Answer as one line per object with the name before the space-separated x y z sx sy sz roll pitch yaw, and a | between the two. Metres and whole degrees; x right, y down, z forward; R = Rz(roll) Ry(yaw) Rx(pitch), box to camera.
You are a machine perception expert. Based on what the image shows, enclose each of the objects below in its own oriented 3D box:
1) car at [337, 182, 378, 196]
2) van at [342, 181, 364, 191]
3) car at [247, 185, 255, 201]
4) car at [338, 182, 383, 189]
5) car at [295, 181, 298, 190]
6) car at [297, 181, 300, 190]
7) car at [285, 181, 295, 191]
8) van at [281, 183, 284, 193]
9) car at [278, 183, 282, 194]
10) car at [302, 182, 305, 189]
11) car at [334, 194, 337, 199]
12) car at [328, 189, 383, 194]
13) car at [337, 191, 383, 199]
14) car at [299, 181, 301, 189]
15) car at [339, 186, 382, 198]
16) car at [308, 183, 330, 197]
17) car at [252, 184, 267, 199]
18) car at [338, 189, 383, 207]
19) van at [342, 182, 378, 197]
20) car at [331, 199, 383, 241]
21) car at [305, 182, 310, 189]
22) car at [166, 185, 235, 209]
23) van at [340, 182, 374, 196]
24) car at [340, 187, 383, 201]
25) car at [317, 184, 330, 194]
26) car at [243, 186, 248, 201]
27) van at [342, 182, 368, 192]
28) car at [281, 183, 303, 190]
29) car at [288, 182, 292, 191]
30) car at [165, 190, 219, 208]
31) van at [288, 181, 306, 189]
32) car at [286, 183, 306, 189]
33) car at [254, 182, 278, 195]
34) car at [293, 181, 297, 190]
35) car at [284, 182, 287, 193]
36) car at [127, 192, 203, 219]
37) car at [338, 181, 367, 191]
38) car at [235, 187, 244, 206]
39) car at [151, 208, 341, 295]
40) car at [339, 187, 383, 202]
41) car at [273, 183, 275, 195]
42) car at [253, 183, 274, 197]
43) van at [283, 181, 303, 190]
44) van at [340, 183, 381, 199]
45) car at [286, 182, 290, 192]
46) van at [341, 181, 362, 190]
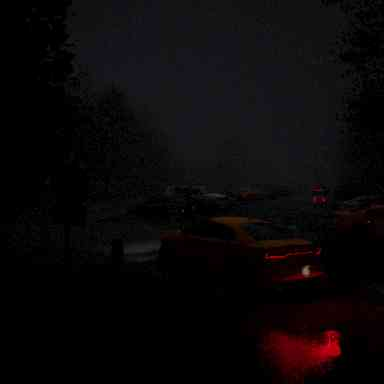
car | 25.776 -0.558 52.093 5.566 2.045 2.435 1 2 24
van | 36.191 -1.365 74.870 4.442 1.987 1.878 1 2 24
car | 3.490 0.395 34.852 5.366 1.575 1.946 1 3 24
car | 15.600 0.358 29.360 5.566 2.045 2.435 1 3 24
car | 18.460 -0.885 67.655 4.892 1.521 2.231 1 2 24
car | 19.436 -0.984 70.258 5.366 1.575 1.946 1 2 24
car | 16.018 -0.707 62.668 5.366 1.575 1.946 1 2 24
van | 11.737 -0.555 52.416 4.442 1.987 1.878 1 2 24
car | 10.517 -0.209 49.931 4.792 1.488 2.163 1 2 24
car | 23.018 -1.256 77.774 5.008 1.535 2.097 1 2 24
car | 11.001 1.103 19.304 4.792 1.488 2.163 1 3 24
car | 13.132 0.835 24.413 5.366 1.575 1.946 1 3 24
car | 9.970 1.060 16.862 4.553 1.767 2.185 1 3 24
car | 20.716 -1.197 72.720 4.553 1.767 2.185 1 2 24
car | 22.396 -0.030 44.516 5.008 1.535 2.097 1 2 24
car | 18.282 -0.128 47.423 2.128 1.511 4.902 1 2 24
car | 5.818 0.159 40.020 5.366 1.575 1.946 1 3 24
car | 16.685 0.521 31.919 4.792 1.488 2.163 1 3 24
van | 23.634 -0.346 46.986 4.442 1.987 1.878 1 2 24
car | 8.800 1.301 14.358 5.008 1.535 2.097 1 3 24
car | 26.467 -1.784 85.341 5.566 2.045 2.435 1 2 24
car | 0.267 0.500 27.166 5.566 2.045 2.435 1 3 24
van | 24.558 -0.442 49.607 4.442 1.987 1.878 1 2 24
car | 20.145 0.193 39.461 4.792 1.488 2.163 1 2 24
car | 22.508 -0.485 56.806 1.882 1.535 5.008 1 2 24
car | 2.526 0.518 32.245 4.892 1.521 2.231 1 3 24
van | 31.644 -0.996 64.772 4.442 1.987 1.878 1 2 24
car | 24.164 -1.308 80.302 4.674 1.452 2.002 1 2 24
car | 15.021 -0.580 60.075 4.792 1.488 2.163 1 2 24
car | -0.893 0.867 24.658 5.008 1.535 2.097 1 3 24
van | 28.606 -1.871 90.449 4.442 1.987 1.878 1 1 24
car | 27.596 -1.566 87.858 4.792 1.488 2.163 1 2 24
car | 9.381 -0.269 47.397 4.553 1.767 2.185 1 2 24
car | 17.332 -0.792 65.120 4.892 1.521 2.231 1 2 24
car | 12.743 -0.395 55.015 4.792 1.488 2.163 1 2 24
car | -2.064 1.012 22.144 4.792 1.488 2.163 1 3 24
car | 34.922 -1.301 72.404 5.566 2.045 2.435 1 2 24
car | 1.550 0.634 29.642 5.366 1.575 1.946 1 3 24
car | 0.921 1.371 8.558 1.882 1.535 5.008 2 -1 -31
car | 19.062 0.293 37.057 4.792 1.488 2.163 1 3 24
car | 8.206 -0.044 44.885 4.892 1.521 2.231 1 3 24
car | 7.245 0.059 42.285 5.366 1.575 1.946 1 3 24
van | 25.195 -1.668 82.872 4.442 1.987 1.878 1 2 24
van | 21.149 -0.162 42.015 4.442 1.987 1.878 1 2 24
car | 13.882 -0.487 57.545 4.792 1.488 2.163 1 2 24
van | 38.255 -1.553 80.022 4.442 1.987 1.878 1 2 24
